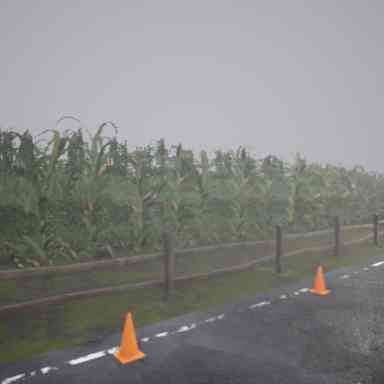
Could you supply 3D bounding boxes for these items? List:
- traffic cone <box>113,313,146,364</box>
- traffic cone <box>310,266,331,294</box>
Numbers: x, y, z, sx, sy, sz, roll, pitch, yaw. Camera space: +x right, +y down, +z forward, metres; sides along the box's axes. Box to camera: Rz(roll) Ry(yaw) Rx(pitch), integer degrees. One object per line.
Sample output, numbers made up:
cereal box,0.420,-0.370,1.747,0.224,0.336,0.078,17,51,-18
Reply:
traffic cone,-0.872,1.981,4.627,0.340,0.580,0.340,0,0,-37
traffic cone,2.949,1.999,7.660,0.340,0.580,0.340,0,0,-40
